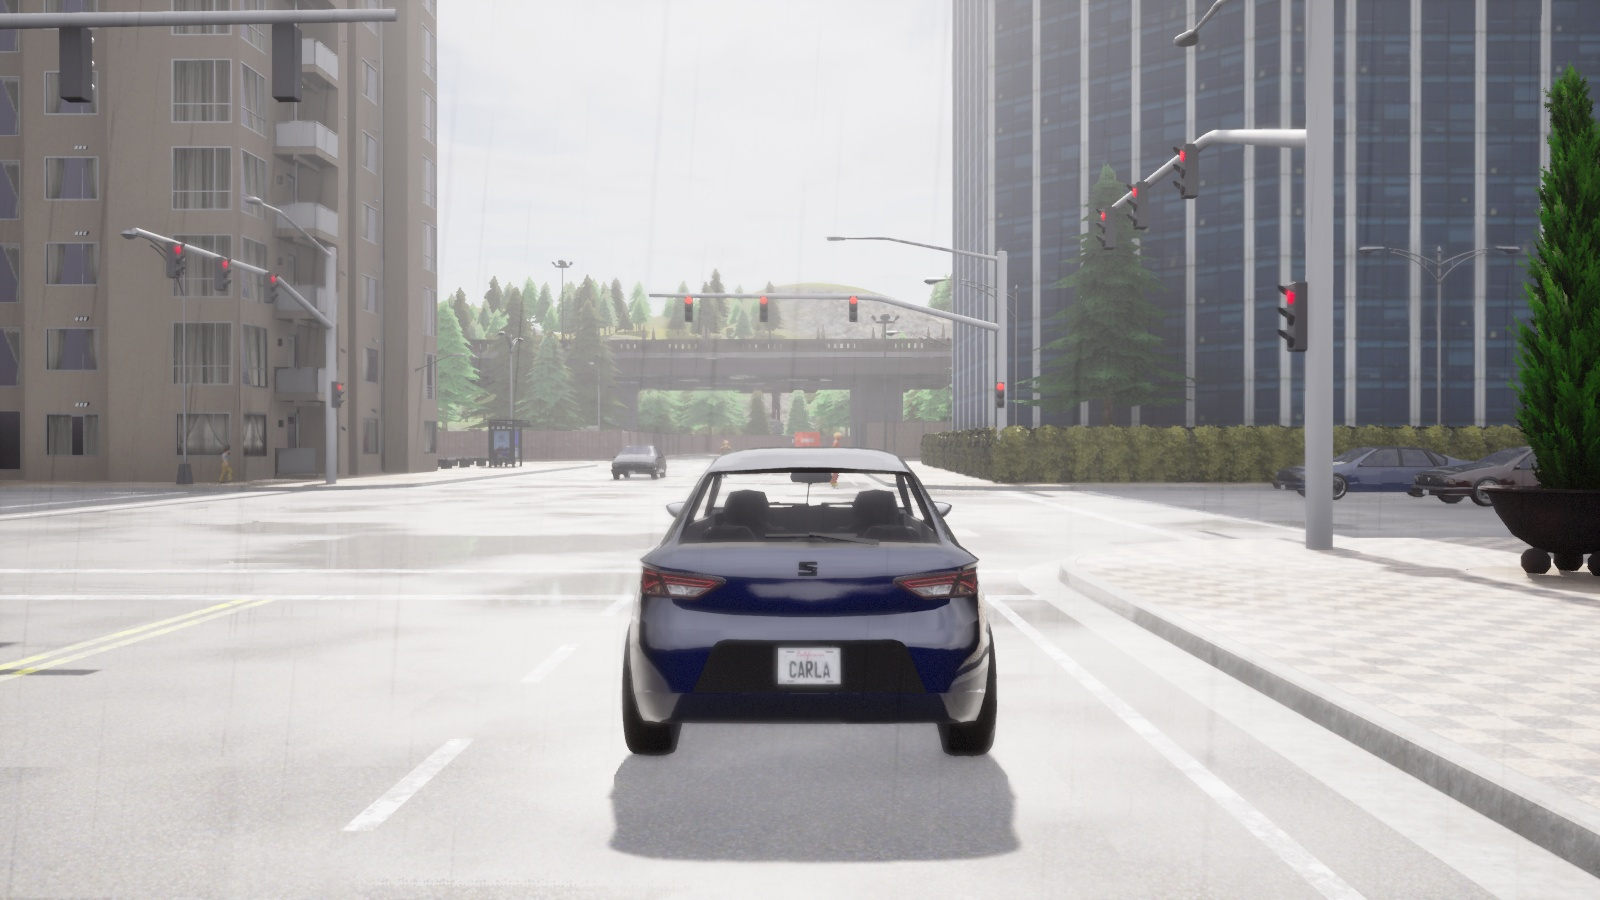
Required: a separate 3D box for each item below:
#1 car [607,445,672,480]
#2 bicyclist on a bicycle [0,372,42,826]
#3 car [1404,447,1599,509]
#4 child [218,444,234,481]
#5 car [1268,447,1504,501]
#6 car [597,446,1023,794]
[{"bbox_3d":[-6.708,0.490,52.943,2.033,1.411,5.357,0,0,0],"label":"car"},{"bbox_3d":[-3.463,0.590,4.253,0.659,1.776,1.843,0,1,0],"label":"bicyclist on a bicycle"},{"bbox_3d":[17.599,0.639,29.991,5.357,1.411,2.033,0,0,0],"label":"car"},{"bbox_3d":[-19.468,0.429,42.583,0.437,1.263,0.270,0,0,-11],"label":"child"},{"bbox_3d":[15.528,0.617,33.483,5.357,1.411,2.033,0,0,0],"label":"car"},{"bbox_3d":[0.054,0.718,7.450,1.816,1.474,4.193,0,0,0],"label":"car"}]
